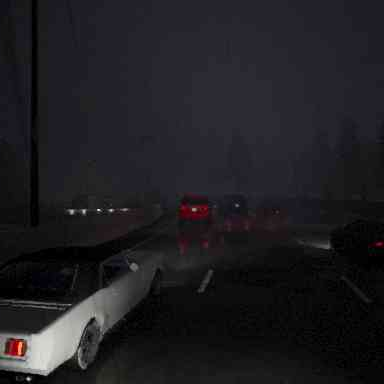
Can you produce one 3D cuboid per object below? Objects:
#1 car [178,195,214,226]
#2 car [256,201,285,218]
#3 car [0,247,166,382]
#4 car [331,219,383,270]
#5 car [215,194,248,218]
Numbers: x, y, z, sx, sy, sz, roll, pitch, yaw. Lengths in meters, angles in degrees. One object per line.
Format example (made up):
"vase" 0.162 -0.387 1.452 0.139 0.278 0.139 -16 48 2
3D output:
"car" 0.243 1.234 23.938 2.150 2.045 5.566 0 0 2
"car" 7.216 1.537 30.577 1.812 1.442 4.674 0 0 -1
"car" -1.905 1.605 5.715 1.895 1.301 4.718 0 0 11
"car" 6.057 1.566 10.952 1.994 1.385 4.181 0 0 8
"car" 3.734 1.237 30.816 2.150 2.045 5.566 0 0 -1
